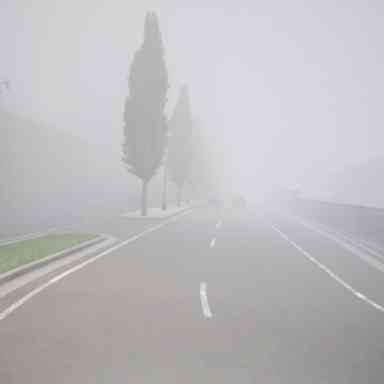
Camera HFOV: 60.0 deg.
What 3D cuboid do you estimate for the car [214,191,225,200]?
[{"bbox_3d":[5.837,0.808,71.266,2.097,1.767,4.553,2,0,7],"label":"car"}]

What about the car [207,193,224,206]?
[{"bbox_3d":[3.242,1.286,48.639,1.812,1.442,4.674,2,1,7],"label":"car"}]

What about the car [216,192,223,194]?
[{"bbox_3d":[4.780,1.072,61.731,2.097,1.767,4.553,2,1,7],"label":"car"}]

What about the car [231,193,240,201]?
[{"bbox_3d":[9.310,1.073,70.889,1.837,1.490,4.892,2,0,7],"label":"car"}]

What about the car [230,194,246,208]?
[{"bbox_3d":[6.365,1.438,45.306,2.033,1.411,5.357,2,0,7],"label":"car"}]

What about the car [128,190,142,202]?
[{"bbox_3d":[-8.637,0.652,51.767,2.097,1.767,4.553,1,2,-17],"label":"car"}]
